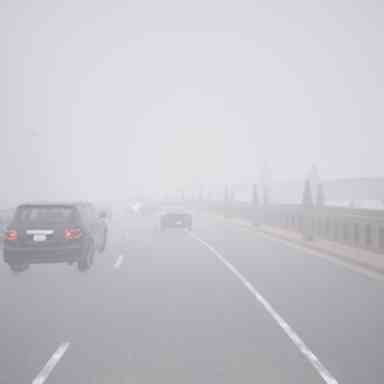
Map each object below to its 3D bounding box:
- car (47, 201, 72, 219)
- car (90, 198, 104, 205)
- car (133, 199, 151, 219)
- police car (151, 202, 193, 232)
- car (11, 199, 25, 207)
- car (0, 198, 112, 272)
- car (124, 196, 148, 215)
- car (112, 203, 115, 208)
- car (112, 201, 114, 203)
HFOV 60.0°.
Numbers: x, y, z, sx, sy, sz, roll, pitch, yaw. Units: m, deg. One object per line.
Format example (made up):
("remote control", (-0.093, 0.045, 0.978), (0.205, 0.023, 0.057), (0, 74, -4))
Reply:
("car", (-13.066, 1.742, 32.944), (2.128, 1.511, 4.902), (0, 0, -20))
("car", (-18.980, 1.875, 66.248), (2.033, 1.411, 5.357), (0, 0, -22))
("car", (-4.083, 1.691, 31.799), (1.837, 1.490, 4.892), (0, 0, -18))
("police car", (-1.273, 1.543, 21.276), (1.930, 1.638, 5.238), (0, 0, -12))
("car", (-32.908, 2.110, 63.113), (1.994, 1.385, 4.181), (0, 0, -22))
("car", (-4.258, 1.301, 11.278), (2.150, 2.045, 5.566), (0, 0, -7))
("car", (-6.314, 1.455, 38.048), (2.150, 2.045, 5.566), (0, 0, -21))
("car", (-8.159, 1.800, 29.422), (1.895, 1.301, 4.718), (0, 0, -17))
("car", (-13.731, 1.893, 53.734), (1.812, 1.442, 4.674), (0, 0, -22))
